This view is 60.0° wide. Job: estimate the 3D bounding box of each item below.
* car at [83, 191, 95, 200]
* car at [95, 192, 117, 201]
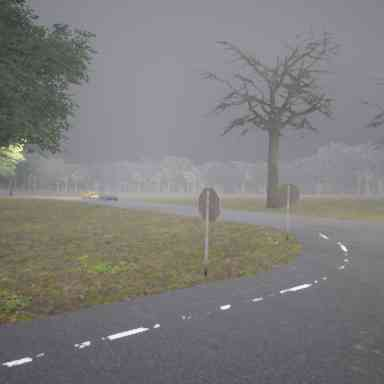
[{"bbox_3d":[-18.189,0.601,60.060,1.882,1.535,5.008,2,-1,-36],"label":"car"},{"bbox_3d":[-13.630,0.720,53.761,1.994,1.385,4.181,2,-1,-35],"label":"car"}]
